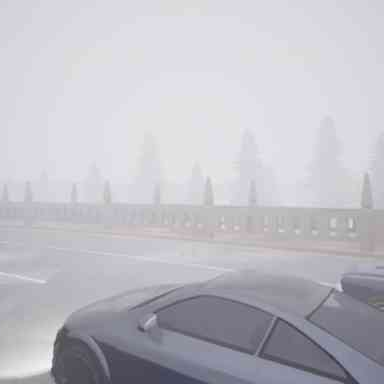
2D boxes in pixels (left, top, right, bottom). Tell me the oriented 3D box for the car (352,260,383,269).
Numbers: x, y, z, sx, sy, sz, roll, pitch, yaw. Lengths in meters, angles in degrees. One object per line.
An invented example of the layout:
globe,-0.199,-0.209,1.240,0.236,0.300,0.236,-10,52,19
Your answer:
car,4.662,1.569,4.821,4.718,1.301,1.895,0,0,36

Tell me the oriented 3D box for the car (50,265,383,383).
car,0.426,1.551,3.454,4.181,1.385,1.994,0,0,35
